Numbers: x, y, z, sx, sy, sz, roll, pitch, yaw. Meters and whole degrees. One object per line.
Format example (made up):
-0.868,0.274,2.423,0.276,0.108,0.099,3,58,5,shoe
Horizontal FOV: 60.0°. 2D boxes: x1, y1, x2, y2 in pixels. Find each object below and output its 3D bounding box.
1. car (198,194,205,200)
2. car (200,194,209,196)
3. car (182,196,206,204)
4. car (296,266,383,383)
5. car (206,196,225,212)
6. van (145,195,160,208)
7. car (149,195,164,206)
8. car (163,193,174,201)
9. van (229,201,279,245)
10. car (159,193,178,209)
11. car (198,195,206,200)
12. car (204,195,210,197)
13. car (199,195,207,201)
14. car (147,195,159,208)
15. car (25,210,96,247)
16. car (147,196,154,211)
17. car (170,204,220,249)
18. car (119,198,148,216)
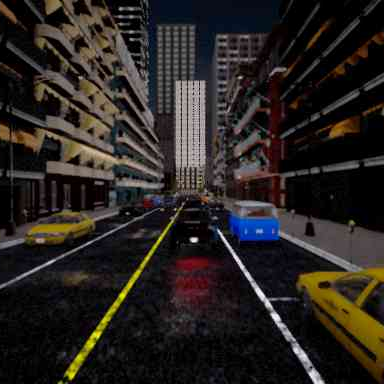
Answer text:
2.676,1.429,92.552,1.752,1.417,4.829,-1,0,0,car
2.996,1.274,68.062,2.097,1.767,4.553,0,0,0,car
0.088,1.437,31.181,1.882,1.535,5.008,0,0,0,car
2.682,1.519,4.178,1.752,1.417,4.829,0,0,0,car
2.680,1.504,37.148,2.008,1.369,4.403,-1,0,0,car
-5.704,1.282,48.208,1.690,1.788,3.998,-1,0,0,van
-5.703,1.375,53.732,1.967,1.590,4.097,-1,0,0,car
-5.706,1.227,81.348,2.192,1.841,5.009,-1,0,0,car
2.680,1.321,15.056,1.690,1.788,3.998,-1,0,0,van
-3.089,1.295,45.227,2.097,1.767,4.553,0,0,0,car
2.677,1.459,86.859,2.008,1.369,4.403,-1,0,0,car
2.680,1.498,42.672,2.008,1.369,4.403,-1,0,0,car
2.677,1.457,81.336,1.887,1.381,4.507,-1,0,0,car
-5.702,1.491,42.685,1.887,1.381,4.507,0,0,0,car
-5.700,1.505,14.898,1.752,1.417,4.829,0,0,0,car
-5.701,1.498,37.161,1.887,1.381,4.507,0,0,0,car
0.085,1.485,14.523,1.837,1.490,4.892,0,0,0,car
-5.700,1.525,31.637,1.947,1.339,4.313,0,0,0,car
